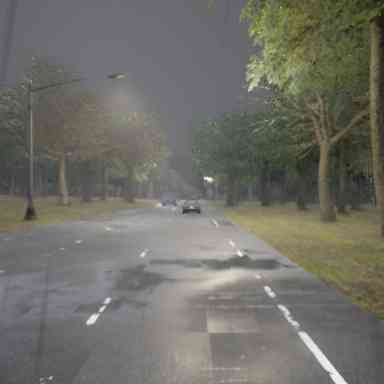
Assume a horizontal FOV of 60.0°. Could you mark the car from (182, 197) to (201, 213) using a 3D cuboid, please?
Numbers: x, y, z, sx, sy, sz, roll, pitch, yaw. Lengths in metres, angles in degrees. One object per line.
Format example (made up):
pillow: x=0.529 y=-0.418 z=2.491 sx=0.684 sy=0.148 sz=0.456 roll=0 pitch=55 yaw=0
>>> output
car: x=-0.038 y=1.586 z=36.779 sx=1.994 sy=1.385 sz=4.181 roll=0 pitch=0 yaw=0

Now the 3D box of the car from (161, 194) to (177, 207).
car: x=-3.597 y=1.289 z=53.370 sx=2.150 sy=2.045 sz=5.566 roll=0 pitch=0 yaw=2
